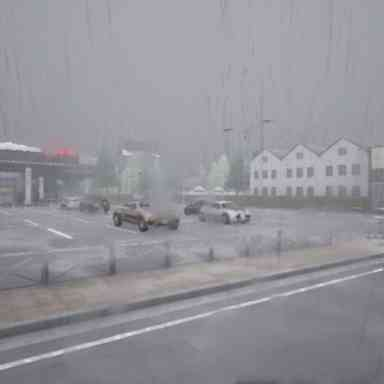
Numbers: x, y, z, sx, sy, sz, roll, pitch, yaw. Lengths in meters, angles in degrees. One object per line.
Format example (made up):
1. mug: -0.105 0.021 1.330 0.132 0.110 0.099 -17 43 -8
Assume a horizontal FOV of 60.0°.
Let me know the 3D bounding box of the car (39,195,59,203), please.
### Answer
1. car: -31.530 1.671 71.559 4.611 1.667 2.242 1 0 -36

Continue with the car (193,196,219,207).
1. car: 2.325 1.555 56.074 2.097 1.767 4.553 1 0 -35

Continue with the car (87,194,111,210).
1. car: -12.226 1.261 43.564 1.905 1.878 3.866 1 0 -36

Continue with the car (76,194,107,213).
1. car: -10.332 1.245 35.250 1.932 1.855 4.605 1 0 -36

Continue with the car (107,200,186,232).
1. car: -2.792 1.267 19.276 2.152 1.636 5.027 1 0 -36

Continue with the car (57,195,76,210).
1. car: -15.290 1.509 42.130 1.970 1.475 3.806 1 0 -36

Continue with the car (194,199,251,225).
1. car: 2.243 1.416 23.265 1.970 1.475 3.806 1 0 -36

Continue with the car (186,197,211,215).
1. car: 1.130 1.523 31.130 2.007 1.523 4.514 1 0 -36

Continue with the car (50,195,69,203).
1. car: -31.286 1.552 78.688 3.866 1.878 1.905 1 0 -36
